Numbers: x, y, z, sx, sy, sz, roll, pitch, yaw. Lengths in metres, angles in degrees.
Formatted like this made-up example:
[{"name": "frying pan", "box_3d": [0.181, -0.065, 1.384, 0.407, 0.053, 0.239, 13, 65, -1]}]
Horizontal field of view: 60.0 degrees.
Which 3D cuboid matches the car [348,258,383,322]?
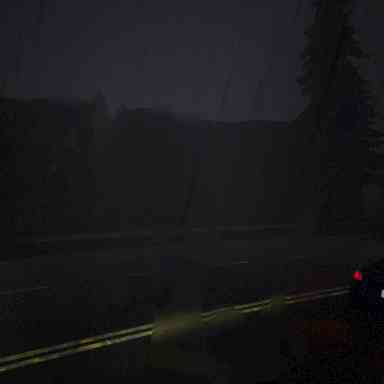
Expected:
[{"name": "car", "box_3d": [4.872, 1.565, 5.933, 4.181, 1.385, 1.994, 0, 0, -25]}]
